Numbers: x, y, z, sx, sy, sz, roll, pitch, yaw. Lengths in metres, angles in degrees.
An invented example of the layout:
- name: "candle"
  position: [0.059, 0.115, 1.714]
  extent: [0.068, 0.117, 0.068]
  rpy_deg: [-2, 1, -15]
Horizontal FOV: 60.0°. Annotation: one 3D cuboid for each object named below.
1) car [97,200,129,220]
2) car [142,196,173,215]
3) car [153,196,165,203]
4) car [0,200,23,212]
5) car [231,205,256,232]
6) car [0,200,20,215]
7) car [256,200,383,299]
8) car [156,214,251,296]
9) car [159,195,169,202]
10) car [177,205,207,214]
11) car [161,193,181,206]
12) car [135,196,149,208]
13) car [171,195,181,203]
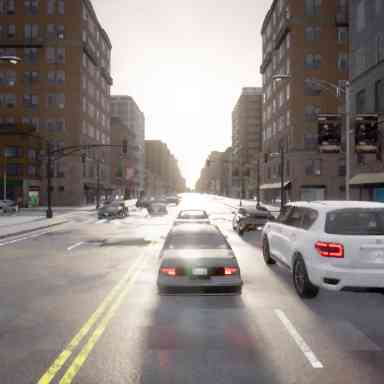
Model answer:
- name: "car"
  position: [-6.620, 1.494, 28.217]
  extent: [1.837, 1.490, 4.892]
  rpy_deg: [0, 0, 0]
- name: "car"
  position: [-3.375, 1.491, 33.691]
  extent: [2.128, 1.511, 4.902]
  rpy_deg: [0, 0, 0]
- name: "car"
  position: [-6.574, 1.493, 67.245]
  extent: [1.837, 1.490, 4.892]
  rpy_deg: [0, -1, 0]
- name: "car"
  position: [-22.152, 1.577, 38.303]
  extent: [4.313, 1.339, 1.947]
  rpy_deg: [0, 0, 0]
- name: "car"
  position: [3.338, 1.504, 18.464]
  extent: [1.837, 1.490, 4.892]
  rpy_deg: [0, 0, 1]
- name: "car"
  position: [-19.735, 1.482, 32.805]
  extent: [4.902, 1.511, 2.128]
  rpy_deg: [0, 0, 0]
- name: "car"
  position: [3.343, 1.221, 8.606]
  extent: [2.150, 2.045, 5.566]
  rpy_deg: [0, 0, 0]
- name: "car"
  position: [0.082, 1.547, 8.786]
  extent: [2.033, 1.411, 5.357]
  rpy_deg: [0, 0, -2]
- name: "car"
  position: [-6.558, 1.453, 78.077]
  extent: [1.882, 1.535, 5.008]
  rpy_deg: [0, 0, 0]
- name: "car"
  position: [0.072, 1.600, 18.435]
  extent: [1.895, 1.301, 4.718]
  rpy_deg: [0, 0, 2]
- name: "car"
  position: [-3.382, 1.213, 54.896]
  extent: [2.150, 2.045, 5.566]
  rpy_deg: [0, 0, 0]
- name: "car"
  position: [-6.631, 1.346, 46.905]
  extent: [2.097, 1.767, 4.553]
  rpy_deg: [0, 0, 0]
- name: "car"
  position: [-3.301, 1.463, 69.474]
  extent: [1.882, 1.535, 5.008]
  rpy_deg: [0, 0, 0]
